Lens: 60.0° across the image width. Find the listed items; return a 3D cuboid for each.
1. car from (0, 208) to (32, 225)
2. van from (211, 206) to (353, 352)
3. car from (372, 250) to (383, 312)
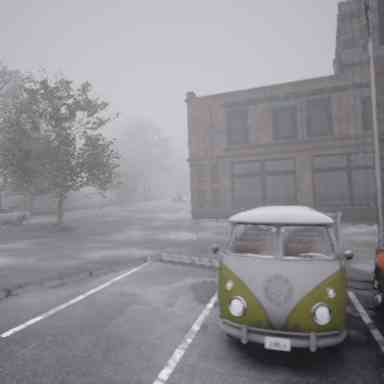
[{"bbox_3d":[-13.545,1.760,23.016,1.895,1.301,4.718,-3,0,19],"label":"car"},{"bbox_3d":[1.623,1.268,6.134,1.878,1.987,4.442,0,-1,16],"label":"van"},{"bbox_3d":[4.101,1.374,4.541,2.185,1.767,4.553,1,-1,16],"label":"car"}]
